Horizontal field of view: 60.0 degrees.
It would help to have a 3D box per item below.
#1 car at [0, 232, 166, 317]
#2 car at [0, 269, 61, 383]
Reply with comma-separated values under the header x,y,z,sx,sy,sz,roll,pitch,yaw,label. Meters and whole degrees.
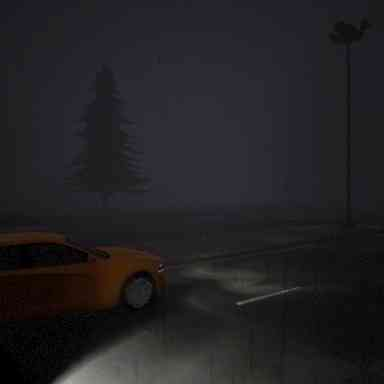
x,y,z,sx,sy,sz,roll,pitch,yaw,label
-2.828,1.477,6.029,5.008,1.535,1.882,0,0,-36,car
-2.998,1.565,1.608,4.181,1.385,1.994,0,0,-36,car
